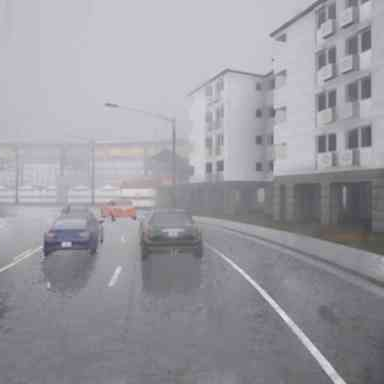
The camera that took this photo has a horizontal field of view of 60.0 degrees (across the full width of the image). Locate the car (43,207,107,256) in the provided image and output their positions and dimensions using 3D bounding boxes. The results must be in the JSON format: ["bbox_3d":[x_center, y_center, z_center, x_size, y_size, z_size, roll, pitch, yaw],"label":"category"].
[{"bbox_3d":[-4.591,1.572,13.287,1.812,1.442,4.674,0,0,-11],"label":"car"}]

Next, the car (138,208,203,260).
[{"bbox_3d":[-0.974,1.397,12.872,2.097,1.767,4.553,0,0,-10],"label":"car"}]

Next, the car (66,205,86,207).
[{"bbox_3d":[-9.334,1.695,26.653,1.895,1.301,4.718,0,0,-28],"label":"car"}]

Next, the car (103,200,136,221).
[{"bbox_3d":[-6.382,1.452,28.487,2.097,1.767,4.553,0,0,-28],"label":"car"}]
